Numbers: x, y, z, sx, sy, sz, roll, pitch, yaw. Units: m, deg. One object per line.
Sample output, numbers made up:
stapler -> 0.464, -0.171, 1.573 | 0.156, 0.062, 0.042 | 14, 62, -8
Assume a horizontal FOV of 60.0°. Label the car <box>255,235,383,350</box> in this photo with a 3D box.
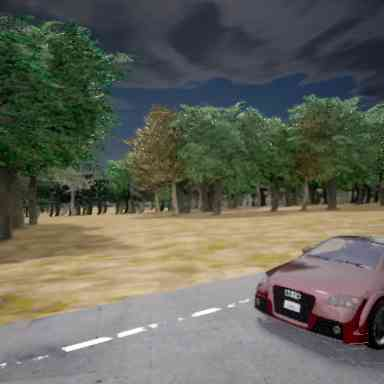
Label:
car -> 3.149, 1.547, 6.237 | 4.181, 1.385, 1.994 | 0, 0, -35
